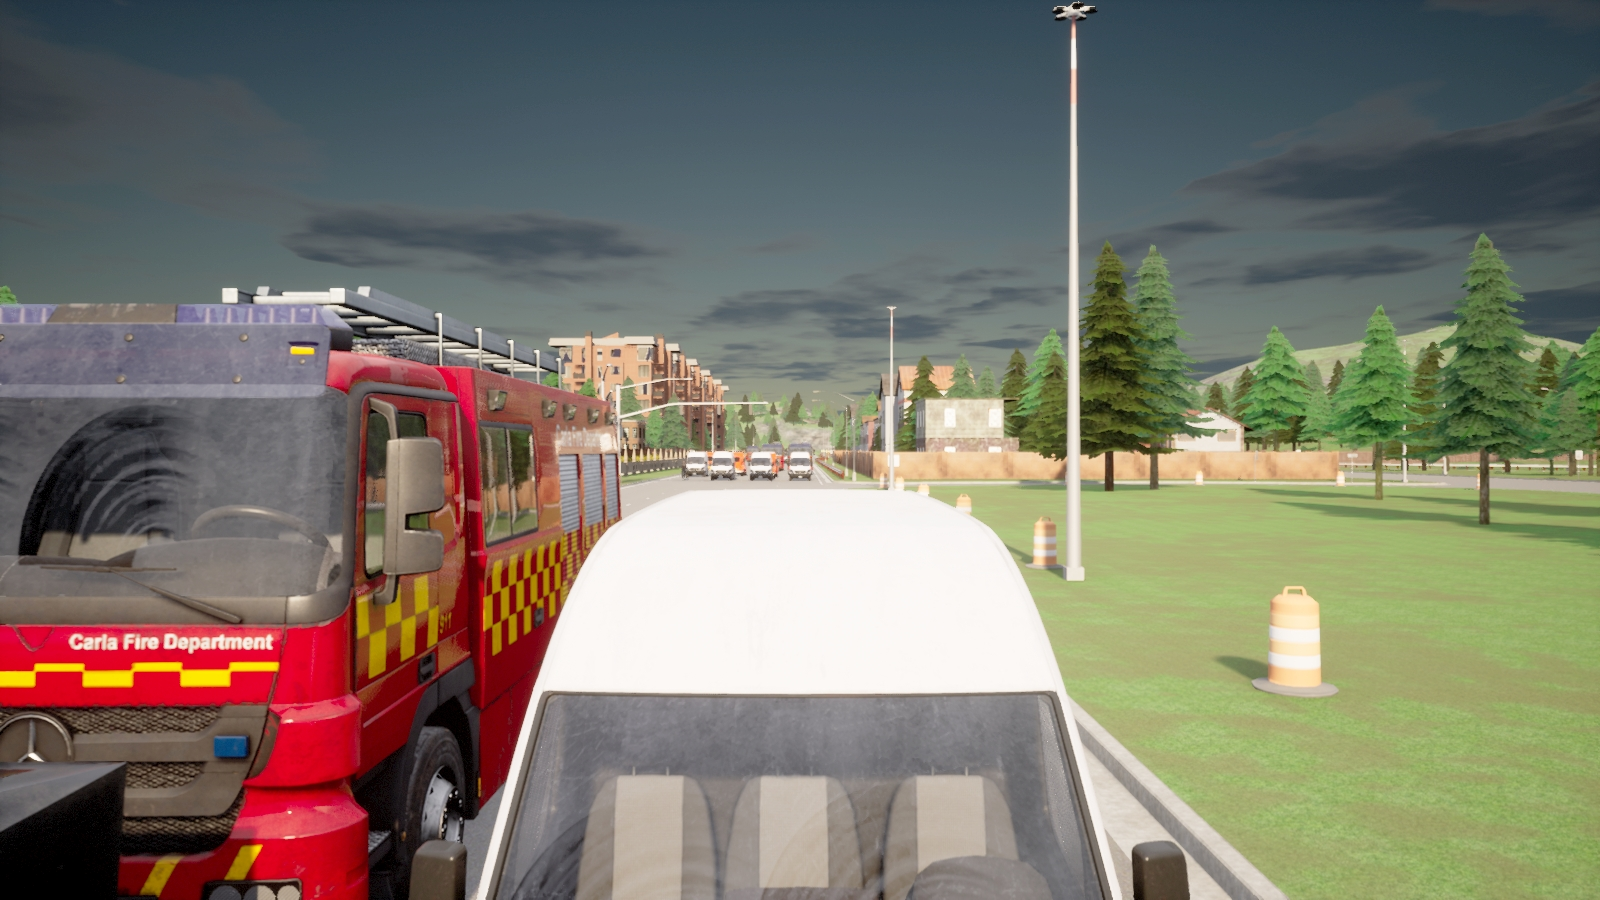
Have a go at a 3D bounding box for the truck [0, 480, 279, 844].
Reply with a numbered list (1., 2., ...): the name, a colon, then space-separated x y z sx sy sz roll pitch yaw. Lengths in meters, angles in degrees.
1. truck: -6.998 1.563 9.861 2.627 2.467 5.204 0 0 0

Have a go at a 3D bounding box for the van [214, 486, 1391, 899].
1. van: 0.006 1.531 4.888 1.988 2.561 5.915 0 0 0

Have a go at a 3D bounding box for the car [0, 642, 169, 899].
1. car: -3.501 1.752 1.042 2.390 2.098 6.274 0 0 0

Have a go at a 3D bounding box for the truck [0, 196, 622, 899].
1. truck: -3.493 0.885 8.853 2.891 3.827 8.468 0 0 0
